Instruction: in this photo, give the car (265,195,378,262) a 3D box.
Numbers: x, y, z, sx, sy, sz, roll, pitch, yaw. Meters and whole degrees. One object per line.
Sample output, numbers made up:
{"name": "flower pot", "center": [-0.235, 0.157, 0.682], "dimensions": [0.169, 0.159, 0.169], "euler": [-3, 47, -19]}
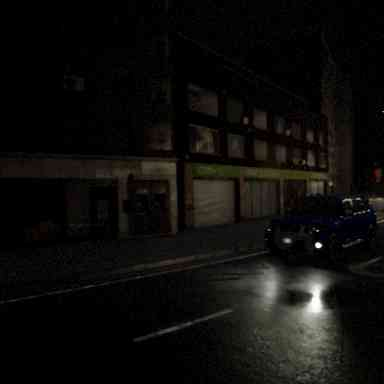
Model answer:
{"name": "car", "center": [4.997, 1.148, 12.358], "dimensions": [5.566, 2.045, 2.150], "euler": [-1, 0, -43]}
